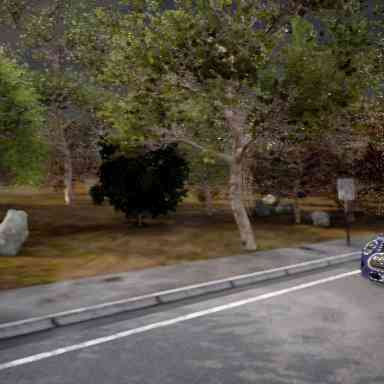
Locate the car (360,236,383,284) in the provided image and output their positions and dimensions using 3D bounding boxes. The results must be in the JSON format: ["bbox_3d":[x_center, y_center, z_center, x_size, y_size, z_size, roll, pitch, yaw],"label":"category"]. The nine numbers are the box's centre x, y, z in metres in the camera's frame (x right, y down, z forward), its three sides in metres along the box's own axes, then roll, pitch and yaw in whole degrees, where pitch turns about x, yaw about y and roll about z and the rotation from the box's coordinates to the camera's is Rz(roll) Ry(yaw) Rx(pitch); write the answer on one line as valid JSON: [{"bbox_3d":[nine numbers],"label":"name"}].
[{"bbox_3d":[6.292,1.333,8.479,4.553,1.767,2.097,0,0,-35],"label":"car"}]
